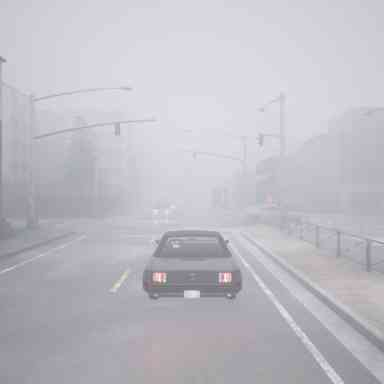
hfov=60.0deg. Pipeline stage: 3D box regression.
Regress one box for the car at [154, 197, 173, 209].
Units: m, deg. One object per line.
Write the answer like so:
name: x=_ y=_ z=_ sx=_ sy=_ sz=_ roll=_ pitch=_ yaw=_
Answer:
car: x=-3.886 y=1.504 z=44.377 sx=1.837 sy=1.490 sz=4.892 roll=0 pitch=0 yaw=0

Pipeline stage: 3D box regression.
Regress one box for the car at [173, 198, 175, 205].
car: x=-3.956 y=1.600 z=56.998 sx=1.895 sy=1.301 sz=4.718 roll=0 pitch=0 yaw=0

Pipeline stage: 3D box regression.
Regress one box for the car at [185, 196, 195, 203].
car: x=-0.433 y=1.491 z=66.649 sx=2.128 sy=1.511 sz=4.902 roll=0 pitch=0 yaw=0

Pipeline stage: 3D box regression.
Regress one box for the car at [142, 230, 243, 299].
car: x=0.012 y=1.601 z=8.367 sx=1.895 sy=1.301 sz=4.718 roll=0 pitch=0 yaw=0

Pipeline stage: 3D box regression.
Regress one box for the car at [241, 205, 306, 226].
car: x=6.062 y=1.681 z=24.892 sx=4.674 sy=1.442 sz=1.812 roll=1 pitch=0 yaw=9
